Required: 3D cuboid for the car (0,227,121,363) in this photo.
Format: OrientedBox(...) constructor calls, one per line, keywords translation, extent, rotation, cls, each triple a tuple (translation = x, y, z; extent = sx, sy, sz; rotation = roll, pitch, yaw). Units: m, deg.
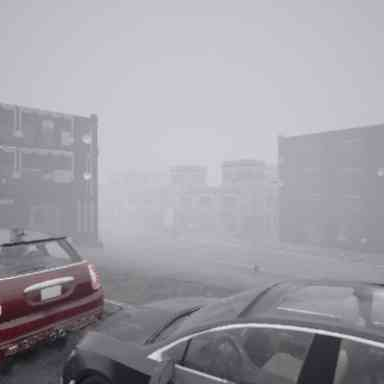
OrientedBox(translation=(-3.695, 1.435, 5.784), extent=(4.553, 1.767, 2.185), rotation=(-1, 0, 34), cls="car")
